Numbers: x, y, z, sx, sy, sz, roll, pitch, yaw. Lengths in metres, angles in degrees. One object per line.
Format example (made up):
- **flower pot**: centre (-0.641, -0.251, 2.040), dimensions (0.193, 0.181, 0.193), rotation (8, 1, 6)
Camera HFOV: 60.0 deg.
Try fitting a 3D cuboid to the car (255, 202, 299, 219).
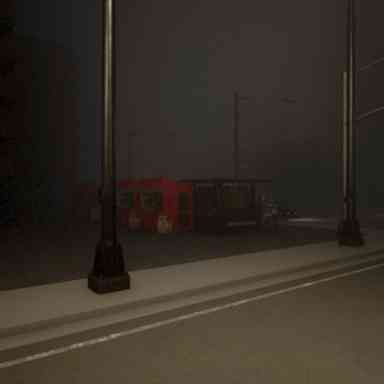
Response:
- **car**: centre (7.728, 1.659, 31.387), dimensions (1.837, 1.490, 4.892), rotation (0, -1, -36)
